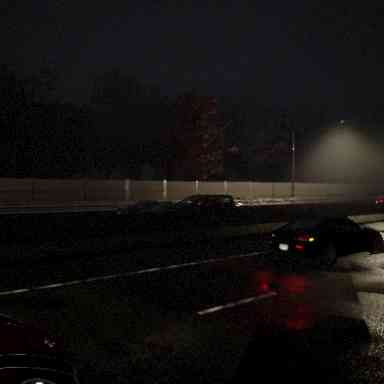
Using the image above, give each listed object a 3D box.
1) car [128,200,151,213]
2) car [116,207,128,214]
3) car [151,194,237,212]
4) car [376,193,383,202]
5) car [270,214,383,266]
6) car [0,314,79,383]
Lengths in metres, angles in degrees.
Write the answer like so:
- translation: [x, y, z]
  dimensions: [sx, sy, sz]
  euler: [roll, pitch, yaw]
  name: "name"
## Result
- translation: [-1.930, 1.478, 24.090]
  dimensions: [4.674, 1.442, 1.812]
  euler: [0, 0, -36]
  name: "car"
- translation: [-3.737, 1.457, 27.117]
  dimensions: [4.892, 1.490, 1.837]
  euler: [0, 0, -35]
  name: "car"
- translation: [0.491, 1.172, 21.534]
  dimensions: [5.566, 2.045, 2.150]
  euler: [0, 0, -35]
  name: "car"
- translation: [30.850, 1.035, 51.699]
  dimensions: [5.566, 2.045, 2.150]
  euler: [0, 0, -35]
  name: "car"
- translation: [4.639, 1.485, 11.354]
  dimensions: [4.674, 1.442, 1.812]
  euler: [0, 0, -35]
  name: "car"
- translation: [-2.896, 1.358, 1.680]
  dimensions: [4.553, 1.767, 2.097]
  euler: [0, 0, -35]
  name: "car"
